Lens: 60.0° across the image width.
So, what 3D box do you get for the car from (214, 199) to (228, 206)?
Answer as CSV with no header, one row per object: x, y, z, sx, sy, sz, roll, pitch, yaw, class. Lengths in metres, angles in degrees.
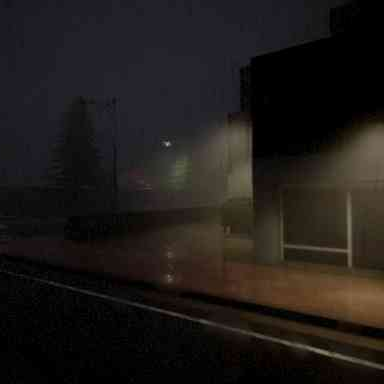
5.331,1.892,52.746,1.812,1.442,4.674,-1,-1,40,car
